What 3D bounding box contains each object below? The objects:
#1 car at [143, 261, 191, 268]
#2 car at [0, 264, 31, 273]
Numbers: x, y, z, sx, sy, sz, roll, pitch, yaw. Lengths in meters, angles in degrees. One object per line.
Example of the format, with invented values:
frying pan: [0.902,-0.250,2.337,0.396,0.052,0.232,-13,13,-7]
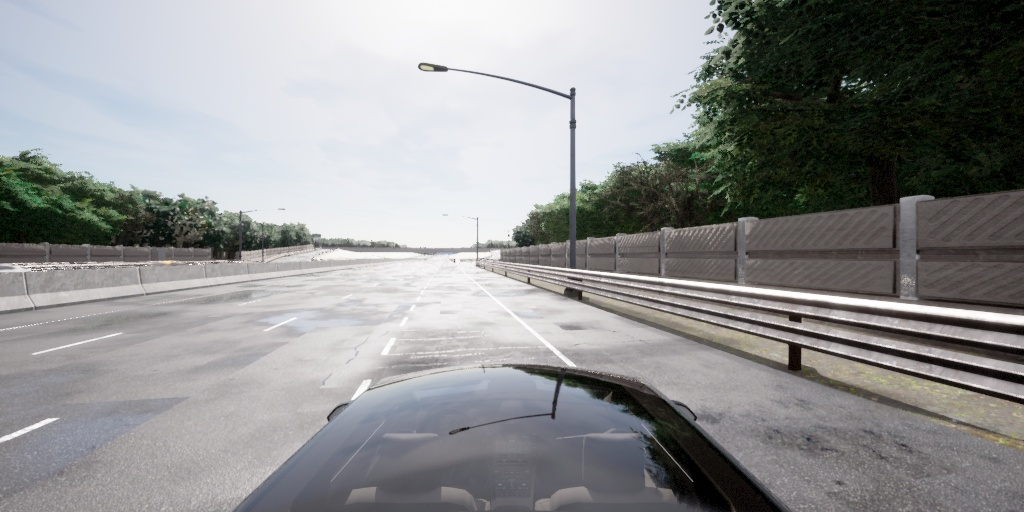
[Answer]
car: [-30.295,1.242,31.121,1.882,1.535,5.008,0,0,-10]
car: [-36.218,1.283,24.656,1.812,1.442,4.674,0,0,-11]
